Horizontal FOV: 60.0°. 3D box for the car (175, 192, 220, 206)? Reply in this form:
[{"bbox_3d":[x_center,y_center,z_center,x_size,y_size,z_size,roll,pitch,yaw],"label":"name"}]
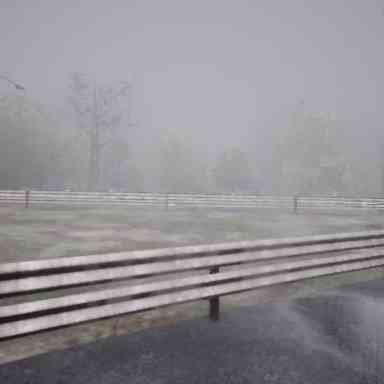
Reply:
[{"bbox_3d":[0.619,0.777,37.998,4.902,1.511,2.128,1,0,-5],"label":"car"}]

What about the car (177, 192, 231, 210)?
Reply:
[{"bbox_3d":[1.301,0.863,31.029,4.718,1.301,1.895,1,0,-5],"label":"car"}]

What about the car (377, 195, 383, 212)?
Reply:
[{"bbox_3d":[20.814,1.093,32.935,4.553,1.767,2.097,1,0,-6],"label":"car"}]
